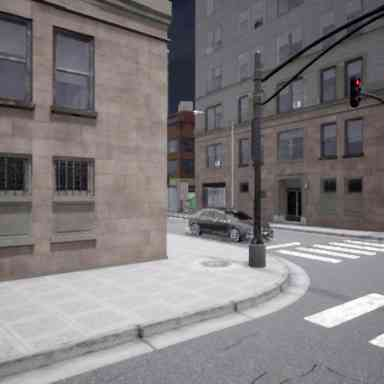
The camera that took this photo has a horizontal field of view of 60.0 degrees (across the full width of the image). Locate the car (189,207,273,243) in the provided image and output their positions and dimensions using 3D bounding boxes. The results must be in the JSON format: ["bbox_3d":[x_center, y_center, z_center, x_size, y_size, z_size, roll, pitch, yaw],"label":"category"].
[{"bbox_3d":[1.736,1.554,16.240,1.837,1.490,4.892,0,0,-35],"label":"car"}]
